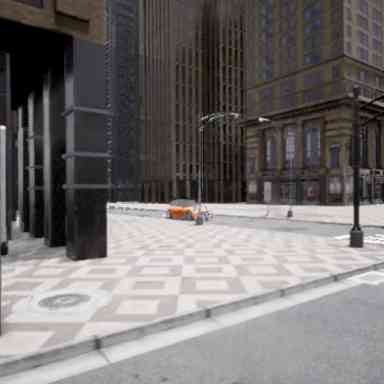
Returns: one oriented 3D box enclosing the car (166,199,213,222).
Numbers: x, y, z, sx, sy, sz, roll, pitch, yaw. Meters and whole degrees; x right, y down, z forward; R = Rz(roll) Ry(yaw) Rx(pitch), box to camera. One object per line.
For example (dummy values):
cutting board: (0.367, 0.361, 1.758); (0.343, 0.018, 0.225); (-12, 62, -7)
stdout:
car: (-0.266, 1.464, 28.125); (2.097, 1.767, 4.553); (-1, 0, -36)
